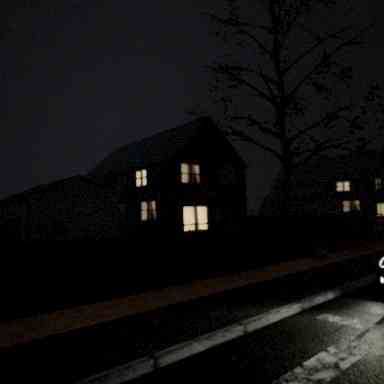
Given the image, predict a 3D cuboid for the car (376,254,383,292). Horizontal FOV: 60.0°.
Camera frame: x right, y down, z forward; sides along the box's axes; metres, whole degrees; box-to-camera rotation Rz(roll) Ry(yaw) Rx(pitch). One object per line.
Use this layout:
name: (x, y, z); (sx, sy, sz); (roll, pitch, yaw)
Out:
car: (6.767, 1.708, 8.962); (4.553, 1.767, 2.097); (1, -5, -41)
